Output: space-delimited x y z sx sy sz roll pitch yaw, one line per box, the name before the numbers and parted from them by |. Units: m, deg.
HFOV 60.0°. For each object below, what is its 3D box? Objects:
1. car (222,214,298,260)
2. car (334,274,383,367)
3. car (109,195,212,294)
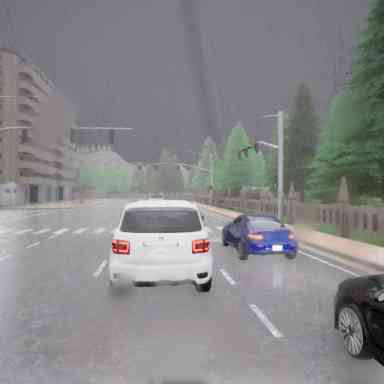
car | 2.348 1.526 12.328 1.812 1.442 4.674 0 0 -6
car | 3.123 1.492 3.100 2.128 1.511 4.902 0 0 -3
car | -0.798 1.221 8.969 2.150 2.045 5.566 0 0 -5
